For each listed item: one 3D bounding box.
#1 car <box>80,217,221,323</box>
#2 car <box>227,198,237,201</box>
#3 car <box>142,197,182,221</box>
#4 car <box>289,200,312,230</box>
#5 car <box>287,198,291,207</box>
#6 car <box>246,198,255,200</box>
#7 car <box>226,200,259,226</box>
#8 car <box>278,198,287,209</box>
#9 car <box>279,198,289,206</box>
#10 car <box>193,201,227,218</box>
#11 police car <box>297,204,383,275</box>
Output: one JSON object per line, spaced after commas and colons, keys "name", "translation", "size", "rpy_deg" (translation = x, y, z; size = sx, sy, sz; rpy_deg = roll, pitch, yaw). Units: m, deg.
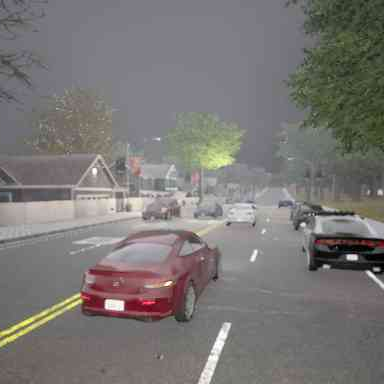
{"name": "car", "translation": [-0.572, 1.528, 7.205], "size": [1.812, 1.442, 4.674], "rpy_deg": [0, 0, 15]}
{"name": "car", "translation": [7.930, 1.824, 65.484], "size": [1.812, 1.442, 4.674], "rpy_deg": [0, -1, 15]}
{"name": "car", "translation": [-2.350, 1.333, 26.761], "size": [2.097, 1.767, 4.553], "rpy_deg": [0, 0, 15]}
{"name": "car", "translation": [7.145, 1.471, 20.304], "size": [1.837, 1.490, 4.892], "rpy_deg": [0, 0, 15]}
{"name": "car", "translation": [8.674, 1.471, 26.108], "size": [1.837, 1.490, 4.892], "rpy_deg": [0, 0, 15]}
{"name": "car", "translation": [11.816, 1.875, 67.375], "size": [2.033, 1.411, 5.357], "rpy_deg": [0, -1, 15]}
{"name": "car", "translation": [3.553, 1.496, 22.866], "size": [1.812, 1.442, 4.674], "rpy_deg": [0, 0, 15]}
{"name": "car", "translation": [13.073, 1.553, 46.500], "size": [1.882, 1.535, 5.008], "rpy_deg": [0, -1, 15]}
{"name": "car", "translation": [17.377, 1.883, 62.961], "size": [1.895, 1.301, 4.718], "rpy_deg": [0, -1, 15]}
{"name": "car", "translation": [1.472, 1.504, 28.554], "size": [1.812, 1.442, 4.674], "rpy_deg": [0, 0, 15]}
{"name": "police car", "translation": [4.625, 1.411, 10.740], "size": [1.930, 1.638, 5.238], "rpy_deg": [0, 0, 15]}
